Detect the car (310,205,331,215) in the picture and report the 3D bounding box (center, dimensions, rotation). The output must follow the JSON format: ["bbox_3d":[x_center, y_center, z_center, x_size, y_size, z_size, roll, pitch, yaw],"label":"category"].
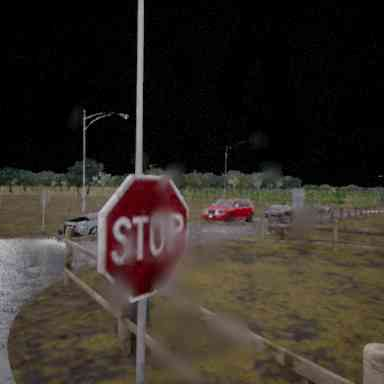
[{"bbox_3d":[18.303,2.544,47.366,1.994,1.385,4.181,2,0,37],"label":"car"}]

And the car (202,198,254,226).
[{"bbox_3d":[3.075,1.534,27.044,2.150,2.045,5.566,2,0,37],"label":"car"}]

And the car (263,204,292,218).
[{"bbox_3d":[9.238,2.070,35.333,1.837,1.490,4.892,2,0,37],"label":"car"}]

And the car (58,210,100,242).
[{"bbox_3d":[-4.463,1.594,16.650,1.994,1.385,4.181,2,0,34],"label":"car"}]
